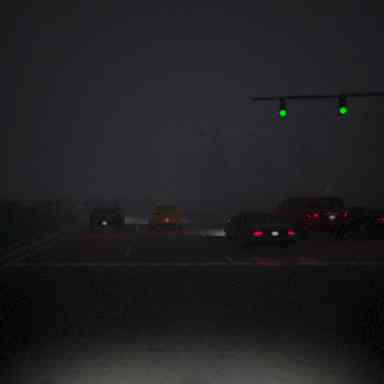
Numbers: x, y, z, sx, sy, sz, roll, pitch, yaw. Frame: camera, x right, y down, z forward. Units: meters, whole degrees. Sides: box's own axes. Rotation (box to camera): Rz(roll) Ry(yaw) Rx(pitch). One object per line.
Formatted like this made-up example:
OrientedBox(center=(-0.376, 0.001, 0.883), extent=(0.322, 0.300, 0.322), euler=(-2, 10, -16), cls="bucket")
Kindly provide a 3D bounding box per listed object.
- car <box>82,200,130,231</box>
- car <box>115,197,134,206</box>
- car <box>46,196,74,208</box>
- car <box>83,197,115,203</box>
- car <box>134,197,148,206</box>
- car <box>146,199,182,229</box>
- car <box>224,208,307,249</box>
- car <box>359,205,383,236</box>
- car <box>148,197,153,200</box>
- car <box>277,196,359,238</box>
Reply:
OrientedBox(center=(-5.200, 1.491, 20.737), extent=(2.128, 1.511, 4.902), euler=(0, 0, -9), cls="car")
OrientedBox(center=(-11.537, 1.475, 50.449), extent=(5.008, 1.535, 1.882), euler=(0, 0, 43), cls="car")
OrientedBox(center=(-19.034, 1.365, 47.862), extent=(4.553, 1.767, 2.097), euler=(0, 0, 39), cls="car")
OrientedBox(center=(-13.746, 1.551, 47.710), extent=(2.033, 1.411, 5.357), euler=(0, 0, -44), cls="car")
OrientedBox(center=(-9.730, 1.593, 53.587), extent=(4.718, 1.301, 1.895), euler=(0, 0, 43), cls="car")
OrientedBox(center=(-1.818, 1.470, 21.762), extent=(1.882, 1.535, 5.008), euler=(0, 0, -9), cls="car")
OrientedBox(center=(2.733, 1.535, 14.414), extent=(2.033, 1.411, 5.357), euler=(0, 0, -6), cls="car")
OrientedBox(center=(9.312, 1.478, 18.143), extent=(1.837, 1.490, 4.892), euler=(0, 0, -7), cls="car")
OrientedBox(center=(-7.820, 1.551, 56.615), extent=(4.181, 1.385, 1.994), euler=(0, 0, 43), cls="car")
OrientedBox(center=(5.904, 1.201, 17.405), extent=(2.150, 2.045, 5.566), euler=(0, 0, -7), cls="car")
